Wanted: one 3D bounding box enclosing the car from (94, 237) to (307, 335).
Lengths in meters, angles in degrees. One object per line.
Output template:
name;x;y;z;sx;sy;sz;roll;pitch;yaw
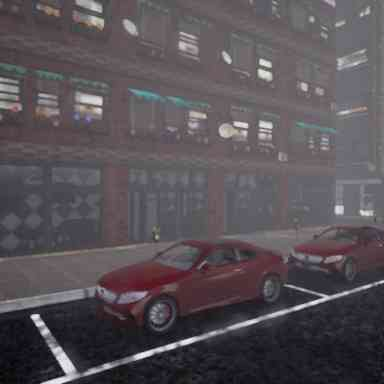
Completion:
car;0.200;1.619;6.712;4.206;1.307;1.802;1;-1;-36

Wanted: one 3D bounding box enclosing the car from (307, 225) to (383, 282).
car;4.697;1.670;9.923;4.206;1.307;1.802;1;-1;-36
